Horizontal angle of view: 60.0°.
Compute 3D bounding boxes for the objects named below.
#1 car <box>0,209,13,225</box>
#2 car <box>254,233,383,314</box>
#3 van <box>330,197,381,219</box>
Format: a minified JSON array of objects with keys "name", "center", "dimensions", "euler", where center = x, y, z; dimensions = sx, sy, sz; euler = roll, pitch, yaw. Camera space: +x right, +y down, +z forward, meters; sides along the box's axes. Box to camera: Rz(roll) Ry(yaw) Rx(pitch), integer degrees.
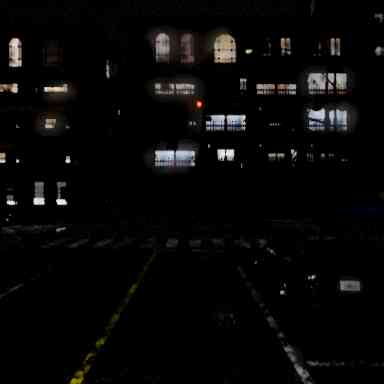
[{"name":"car","center":[-14.759,1.378,21.648],"dimensions":[5.566,2.045,2.150],"euler":[2,-1,0]},{"name":"car","center":[2.580,1.563,7.496],"dimensions":[1.947,1.339,4.313],"euler":[1,0,0]},{"name":"van","center":[13.104,1.282,27.063],"dimensions":[3.998,1.788,1.690],"euler":[0,0,0]}]
